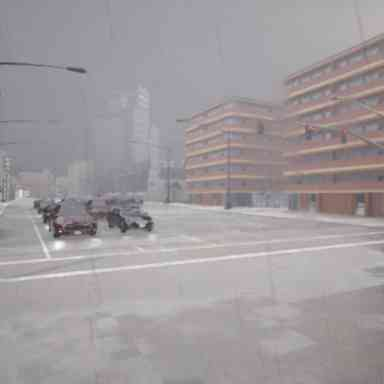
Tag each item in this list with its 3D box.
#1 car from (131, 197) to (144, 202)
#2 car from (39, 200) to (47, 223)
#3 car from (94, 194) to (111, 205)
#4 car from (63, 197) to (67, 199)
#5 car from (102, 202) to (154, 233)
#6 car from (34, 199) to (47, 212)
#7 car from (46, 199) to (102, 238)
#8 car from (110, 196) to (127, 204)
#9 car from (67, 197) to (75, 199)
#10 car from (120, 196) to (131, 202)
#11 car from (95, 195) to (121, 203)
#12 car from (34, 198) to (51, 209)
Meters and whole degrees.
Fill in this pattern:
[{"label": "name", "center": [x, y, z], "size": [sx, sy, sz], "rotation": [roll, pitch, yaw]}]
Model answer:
[{"label": "car", "center": [-9.440, 1.492, 54.872], "size": [2.128, 1.511, 4.902], "rotation": [0, 0, -27]}, {"label": "car", "center": [-10.716, 1.645, 26.404], "size": [1.994, 1.385, 4.181], "rotation": [0, 0, -27]}, {"label": "car", "center": [-16.203, 1.294, 60.126], "size": [2.097, 1.767, 4.553], "rotation": [0, 0, -27]}, {"label": "car", "center": [-17.129, 1.450, 46.540], "size": [2.128, 1.511, 4.902], "rotation": [0, 0, -27]}, {"label": "car", "center": [-3.917, 1.623, 20.852], "size": [2.128, 1.511, 4.902], "rotation": [0, 0, -28]}, {"label": "car", "center": [-15.353, 1.503, 35.394], "size": [2.128, 1.511, 4.902], "rotation": [0, 0, -27]}, {"label": "car", "center": [-6.760, 1.465, 18.738], "size": [2.097, 1.767, 4.553], "rotation": [0, 0, -27]}, {"label": "car", "center": [-14.218, 1.477, 64.097], "size": [1.837, 1.490, 4.892], "rotation": [0, 0, -27]}, {"label": "car", "center": [-12.566, 1.594, 37.626], "size": [1.994, 1.385, 4.181], "rotation": [0, 0, -27]}, {"label": "car", "center": [-11.431, 1.487, 50.883], "size": [2.128, 1.511, 4.902], "rotation": [0, 0, -27]}, {"label": "car", "center": [-7.989, 1.451, 28.753], "size": [2.097, 1.767, 4.553], "rotation": [0, 0, -27]}, {"label": "car", "center": [-20.061, 1.539, 44.584], "size": [1.895, 1.301, 4.718], "rotation": [0, 0, -27]}]
